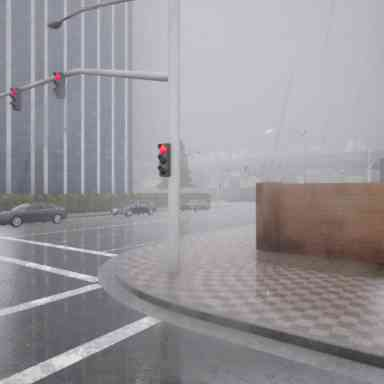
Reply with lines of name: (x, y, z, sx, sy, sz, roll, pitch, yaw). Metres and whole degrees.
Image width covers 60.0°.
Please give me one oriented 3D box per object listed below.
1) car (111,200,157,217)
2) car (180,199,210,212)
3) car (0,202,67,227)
car: (-5.357, 1.491, 30.992, 2.128, 1.511, 4.902, 0, 0, 35)
car: (0.415, 1.563, 39.099, 1.994, 1.385, 4.181, 0, 0, 35)
car: (-11.062, 1.504, 22.959, 1.837, 1.490, 4.892, 0, 0, 35)
